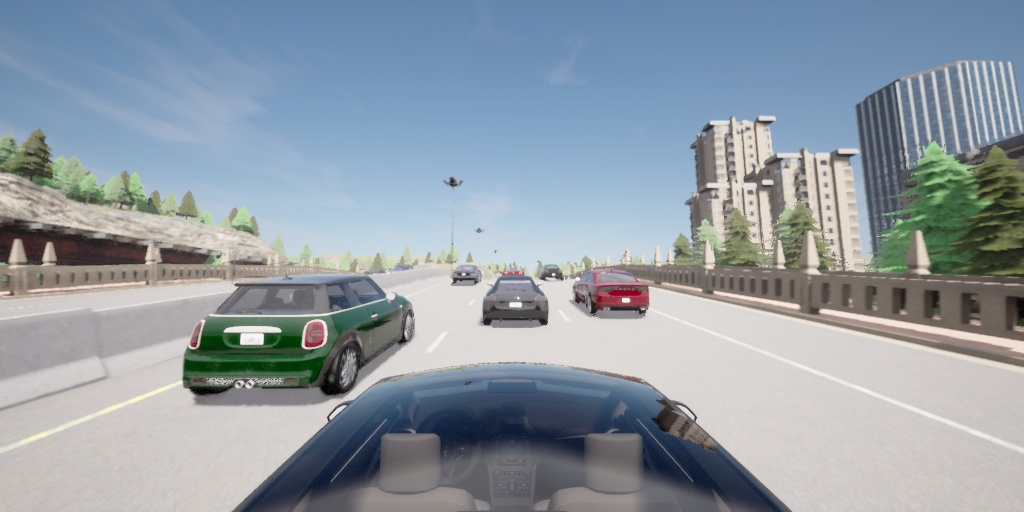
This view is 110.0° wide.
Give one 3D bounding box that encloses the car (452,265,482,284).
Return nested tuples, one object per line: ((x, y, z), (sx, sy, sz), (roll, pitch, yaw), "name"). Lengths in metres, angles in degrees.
((-3.392, 1.394, 27.692), (2.033, 1.411, 5.357), (0, -1, 0), "car")

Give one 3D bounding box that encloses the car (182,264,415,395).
((-3.398, 1.112, 6.816), (2.097, 1.767, 4.553), (0, 0, 0), "car")

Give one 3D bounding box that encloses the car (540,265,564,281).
((3.610, 1.544, 33.350), (1.812, 1.442, 4.674), (0, -2, 0), "car")

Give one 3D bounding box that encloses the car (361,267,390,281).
((-17.568, 2.360, 46.420), (1.882, 1.535, 5.008), (0, -5, 0), "car")

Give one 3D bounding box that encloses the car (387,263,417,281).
((-14.072, 2.097, 46.384), (2.150, 2.045, 5.566), (0, -5, 0), "car")

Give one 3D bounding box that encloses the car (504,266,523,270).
((0.110, 1.557, 31.713), (1.895, 1.301, 4.718), (0, -2, 0), "car")

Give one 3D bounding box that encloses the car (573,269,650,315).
((3.604, 1.251, 13.805), (1.882, 1.535, 5.008), (0, 0, 0), "car")

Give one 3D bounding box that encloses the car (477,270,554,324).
((0.103, 1.334, 12.007), (1.994, 1.385, 4.181), (0, 0, 0), "car")
